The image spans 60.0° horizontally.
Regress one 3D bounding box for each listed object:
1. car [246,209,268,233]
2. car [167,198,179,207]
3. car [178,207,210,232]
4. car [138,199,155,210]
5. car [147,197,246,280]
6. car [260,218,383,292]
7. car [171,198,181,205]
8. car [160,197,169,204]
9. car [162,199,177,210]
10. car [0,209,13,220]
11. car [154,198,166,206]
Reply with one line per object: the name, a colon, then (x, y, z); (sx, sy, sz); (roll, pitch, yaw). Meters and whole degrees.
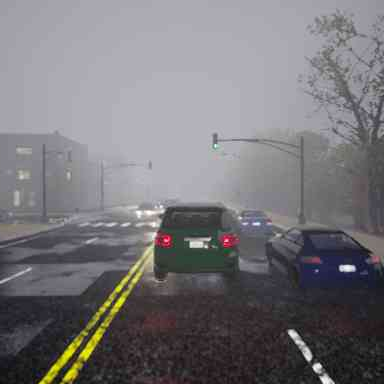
car: (3.362, 1.684, 19.449); (2.033, 1.411, 5.357); (0, 0, 1)
car: (-3.329, 1.896, 59.656); (1.882, 1.535, 5.008); (0, 0, 0)
car: (0.121, 1.756, 22.149); (1.895, 1.301, 4.718); (0, 0, 0)
car: (-6.578, 1.939, 48.355); (1.895, 1.301, 4.718); (0, 0, 0)
car: (0.109, 1.297, 10.323); (2.150, 2.045, 5.566); (0, 0, 0)
car: (3.359, 1.629, 9.170); (1.994, 1.385, 4.181); (0, 0, 0)
car: (-3.282, 2.014, 69.721); (1.812, 1.442, 4.674); (0, 0, 0)
car: (-6.550, 2.054, 78.847); (1.837, 1.490, 4.892); (0, 0, 0)
car: (-3.329, 1.828, 50.042); (1.882, 1.535, 5.008); (0, 0, 0)
car: (-19.700, 2.011, 31.577); (4.902, 1.511, 2.128); (-1, 0, -1)
car: (-6.529, 1.971, 68.334); (2.128, 1.511, 4.902); (0, 0, 0)
